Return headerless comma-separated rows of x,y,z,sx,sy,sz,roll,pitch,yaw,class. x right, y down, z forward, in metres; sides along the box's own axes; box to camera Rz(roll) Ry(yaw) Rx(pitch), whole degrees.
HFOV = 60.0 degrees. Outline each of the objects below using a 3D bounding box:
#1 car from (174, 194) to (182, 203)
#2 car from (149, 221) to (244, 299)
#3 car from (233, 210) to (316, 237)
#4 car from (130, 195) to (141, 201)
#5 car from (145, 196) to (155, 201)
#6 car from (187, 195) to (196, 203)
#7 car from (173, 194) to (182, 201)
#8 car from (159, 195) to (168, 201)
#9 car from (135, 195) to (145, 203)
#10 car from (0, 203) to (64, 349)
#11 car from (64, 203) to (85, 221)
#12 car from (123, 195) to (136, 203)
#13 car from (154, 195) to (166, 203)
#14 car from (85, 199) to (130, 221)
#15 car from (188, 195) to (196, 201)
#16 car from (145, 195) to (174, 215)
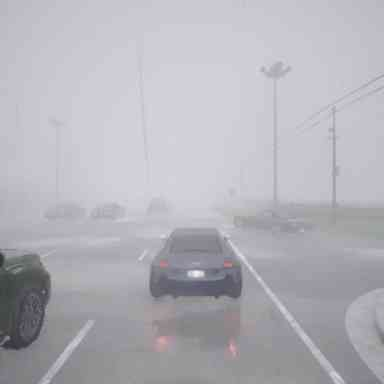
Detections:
-3.518,1.471,72.895,2.097,1.767,4.553,0,0,0,car
0.093,1.580,8.539,1.994,1.385,4.181,0,0,0,car
4.368,1.635,18.531,1.895,1.301,4.718,0,0,-32,car
-14.021,1.537,82.831,1.994,1.385,4.181,0,0,0,car
-10.521,1.580,82.861,1.895,1.301,4.718,0,0,0,car
-0.018,1.679,72.831,1.994,1.385,4.181,0,0,0,car
-3.521,1.340,82.804,2.097,1.767,4.553,0,0,0,car
-7.021,1.484,82.832,1.837,1.490,4.892,0,0,0,car
-10.518,1.614,72.412,1.837,1.490,4.892,0,0,0,car
-3.401,1.229,3.125,2.150,2.045,5.566,0,0,0,car
-10.407,1.598,27.718,2.033,1.411,5.357,0,0,0,car
-14.018,1.677,72.794,1.994,1.385,4.181,0,0,0,car
-7.018,1.473,72.938,2.097,1.767,4.553,0,0,0,car
-6.908,1.599,27.813,2.033,1.411,5.357,0,0,0,car
-0.021,1.463,82.834,1.882,1.535,5.008,0,0,0,car
-3.408,1.416,35.238,2.097,1.767,4.553,0,0,0,car
